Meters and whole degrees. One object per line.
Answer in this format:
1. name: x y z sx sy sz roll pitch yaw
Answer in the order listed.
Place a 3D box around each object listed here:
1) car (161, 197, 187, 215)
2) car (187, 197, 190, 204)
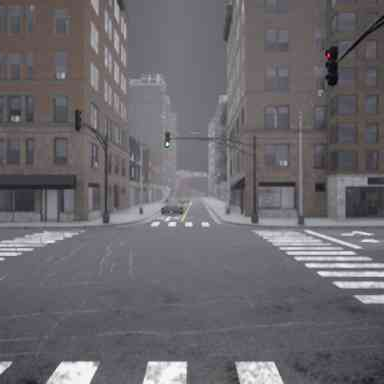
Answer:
1. car: -1.916 1.317 33.464 2.097 1.767 4.553 0 -1 1
2. car: -1.471 1.619 66.126 1.994 1.385 4.181 0 0 1
